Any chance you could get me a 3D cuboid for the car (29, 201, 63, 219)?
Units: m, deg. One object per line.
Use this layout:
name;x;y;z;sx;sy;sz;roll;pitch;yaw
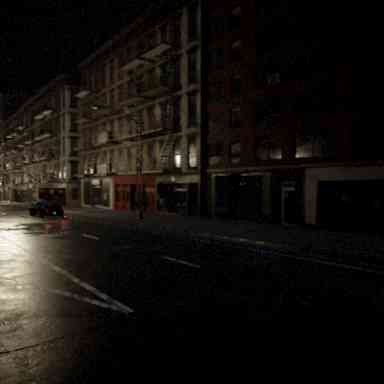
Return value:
car;-12.245;1.444;27.941;1.812;1.442;4.674;-1;0;-39
